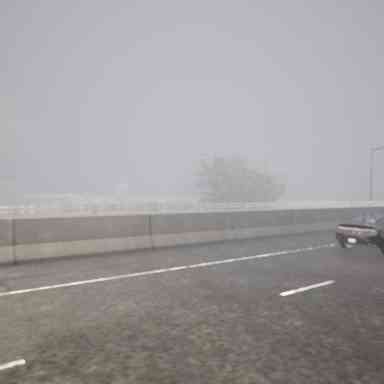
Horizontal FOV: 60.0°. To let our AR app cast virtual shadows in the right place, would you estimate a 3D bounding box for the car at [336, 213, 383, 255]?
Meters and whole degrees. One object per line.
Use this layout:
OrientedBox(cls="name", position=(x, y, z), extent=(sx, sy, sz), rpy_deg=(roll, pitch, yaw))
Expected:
OrientedBox(cls="car", position=(7.970, 1.625, 13.852), extent=(4.902, 1.511, 2.128), rpy_deg=(1, 0, -35))
